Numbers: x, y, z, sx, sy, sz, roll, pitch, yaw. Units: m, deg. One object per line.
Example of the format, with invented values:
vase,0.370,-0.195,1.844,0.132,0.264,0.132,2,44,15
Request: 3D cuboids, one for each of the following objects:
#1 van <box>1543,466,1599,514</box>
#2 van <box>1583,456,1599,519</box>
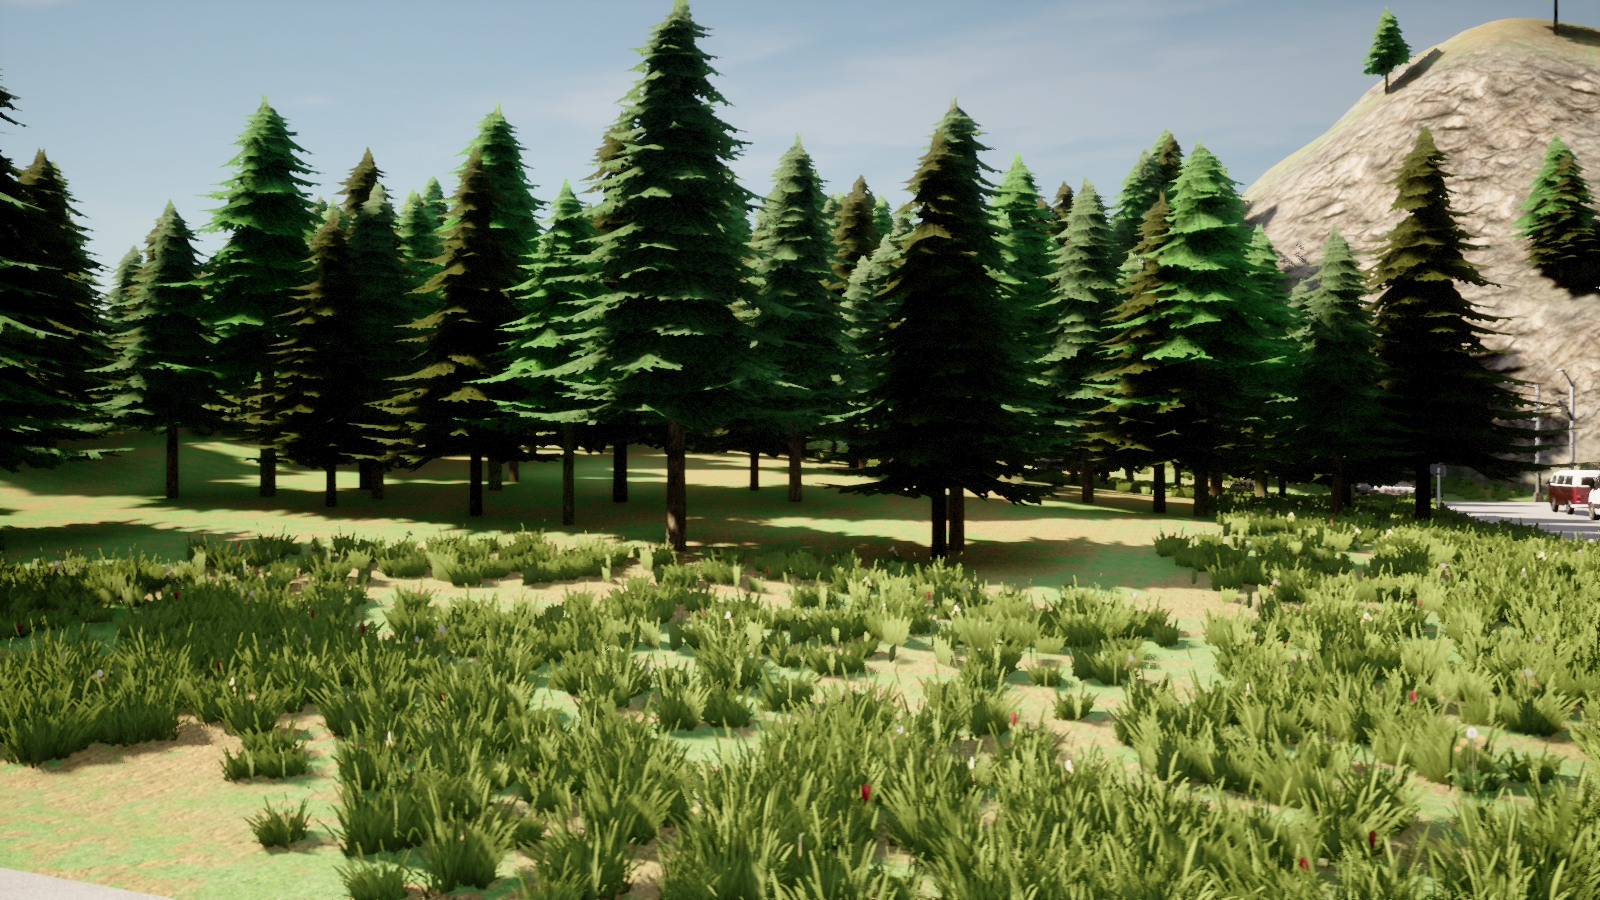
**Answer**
van,36.043,1.790,52.679,2.069,2.038,4.480,0,0,20
van,33.608,1.542,46.015,1.988,2.561,5.915,0,0,20
